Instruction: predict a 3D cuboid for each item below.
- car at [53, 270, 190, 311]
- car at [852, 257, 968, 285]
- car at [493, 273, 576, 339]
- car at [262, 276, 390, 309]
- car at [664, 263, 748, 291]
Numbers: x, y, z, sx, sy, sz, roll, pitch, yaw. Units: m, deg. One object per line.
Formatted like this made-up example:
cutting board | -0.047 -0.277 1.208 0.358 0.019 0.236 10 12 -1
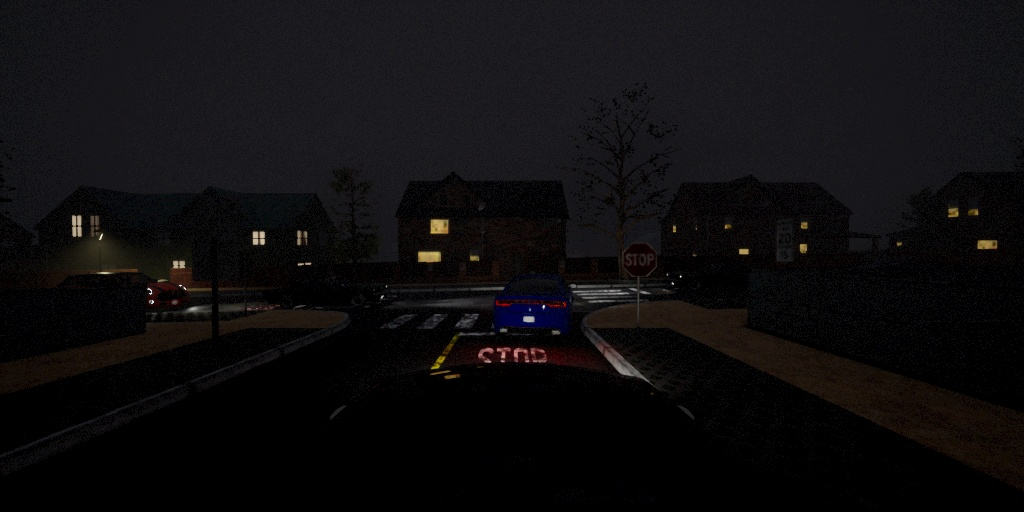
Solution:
car | -16.794 1.472 15.453 4.553 1.767 2.097 -1 1 0
car | 20.061 0.753 18.413 5.357 1.411 2.033 -1 1 0
car | 0.789 1.226 10.247 1.882 1.535 5.008 0 0 10
car | -7.807 1.506 15.458 4.718 1.301 1.895 -1 1 0
car | 10.416 1.034 18.379 4.718 1.301 1.895 -1 1 -1
